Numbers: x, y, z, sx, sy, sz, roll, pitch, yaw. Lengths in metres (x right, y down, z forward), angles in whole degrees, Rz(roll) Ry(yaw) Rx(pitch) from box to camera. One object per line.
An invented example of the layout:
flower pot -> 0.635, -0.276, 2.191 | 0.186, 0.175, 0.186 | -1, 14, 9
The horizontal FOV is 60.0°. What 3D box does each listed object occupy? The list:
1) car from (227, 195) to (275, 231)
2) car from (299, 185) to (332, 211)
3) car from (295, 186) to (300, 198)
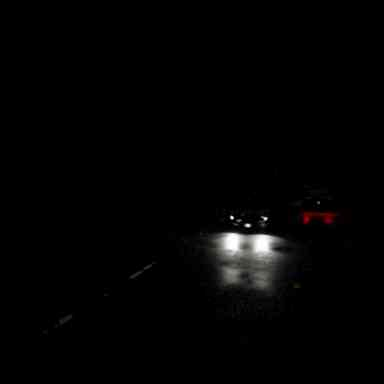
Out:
car -> 3.001, 0.864, 15.988 | 2.033, 1.411, 5.357 | 2, 3, 16
car -> 9.338, 0.481, 25.075 | 1.882, 1.535, 5.008 | 2, 3, 16
car -> 13.423, -0.064, 39.408 | 1.837, 1.490, 4.892 | 2, 3, 16
